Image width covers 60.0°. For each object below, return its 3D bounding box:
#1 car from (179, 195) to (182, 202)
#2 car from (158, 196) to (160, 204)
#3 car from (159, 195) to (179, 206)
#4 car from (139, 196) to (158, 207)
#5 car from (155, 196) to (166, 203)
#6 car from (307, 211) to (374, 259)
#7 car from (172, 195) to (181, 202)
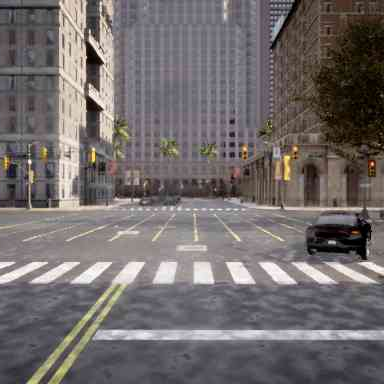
[{"bbox_3d":[-3.585,1.491,64.870,2.128,1.511,4.902,0,0,1],"label":"car"},{"bbox_3d":[-7.108,1.506,63.141,1.837,1.490,4.892,0,0,1],"label":"car"},{"bbox_3d":[-3.655,1.548,54.014,2.033,1.411,5.357,0,0,0],"label":"car"},{"bbox_3d":[-7.149,1.493,52.645,2.128,1.511,4.902,0,0,0],"label":"car"},{"bbox_3d":[-6.963,1.553,73.125,1.994,1.385,4.181,0,0,1],"label":"car"},{"bbox_3d":[5.815,1.484,12.868,1.882,1.535,5.008,-2,-1,31],"label":"car"},{"bbox_3d":[-3.443,1.500,75.288,1.837,1.490,4.892,0,0,1],"label":"car"}]
